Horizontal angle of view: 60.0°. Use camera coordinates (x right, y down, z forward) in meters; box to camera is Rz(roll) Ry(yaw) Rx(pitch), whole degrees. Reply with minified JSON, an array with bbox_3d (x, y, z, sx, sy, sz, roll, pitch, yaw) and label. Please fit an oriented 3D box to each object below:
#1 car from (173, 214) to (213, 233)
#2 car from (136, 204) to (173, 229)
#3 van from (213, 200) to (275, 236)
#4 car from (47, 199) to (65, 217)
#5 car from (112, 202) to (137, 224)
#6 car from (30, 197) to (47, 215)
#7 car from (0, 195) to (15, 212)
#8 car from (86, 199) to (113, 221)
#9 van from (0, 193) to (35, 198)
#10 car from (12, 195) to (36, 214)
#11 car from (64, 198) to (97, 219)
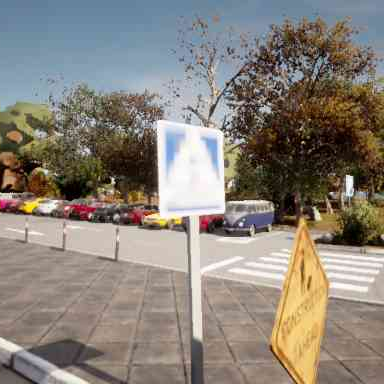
[{"bbox_3d":[1.247,1.716,21.896,2.163,1.488,4.792,1,1,35],"label":"car"},{"bbox_3d":[-1.141,1.640,23.330,1.946,1.575,5.366,1,1,35],"label":"car"},{"bbox_3d":[3.425,1.505,20.167,1.878,1.987,4.442,1,1,35],"label":"van"},{"bbox_3d":[-10.057,1.345,29.938,2.185,1.767,4.553,1,1,35],"label":"car"},{"bbox_3d":[-3.277,1.629,25.113,2.163,1.488,4.792,1,1,35],"label":"car"},{"bbox_3d":[-12.340,1.469,31.521,2.002,1.452,4.674,1,1,35],"label":"car"},{"bbox_3d":[-16.866,1.385,34.738,2.002,1.452,4.674,1,1,35],"label":"car"},{"bbox_3d":[-5.558,1.558,26.692,2.231,1.521,4.892,1,1,35],"label":"car"},{"bbox_3d":[-19.054,1.077,36.441,1.878,1.987,4.442,1,1,35],"label":"van"},{"bbox_3d":[-14.603,1.386,33.127,2.097,1.535,5.008,1,1,35],"label":"car"},{"bbox_3d":[-7.812,1.513,28.310,2.097,1.535,5.008,1,1,35],"label":"car"}]
